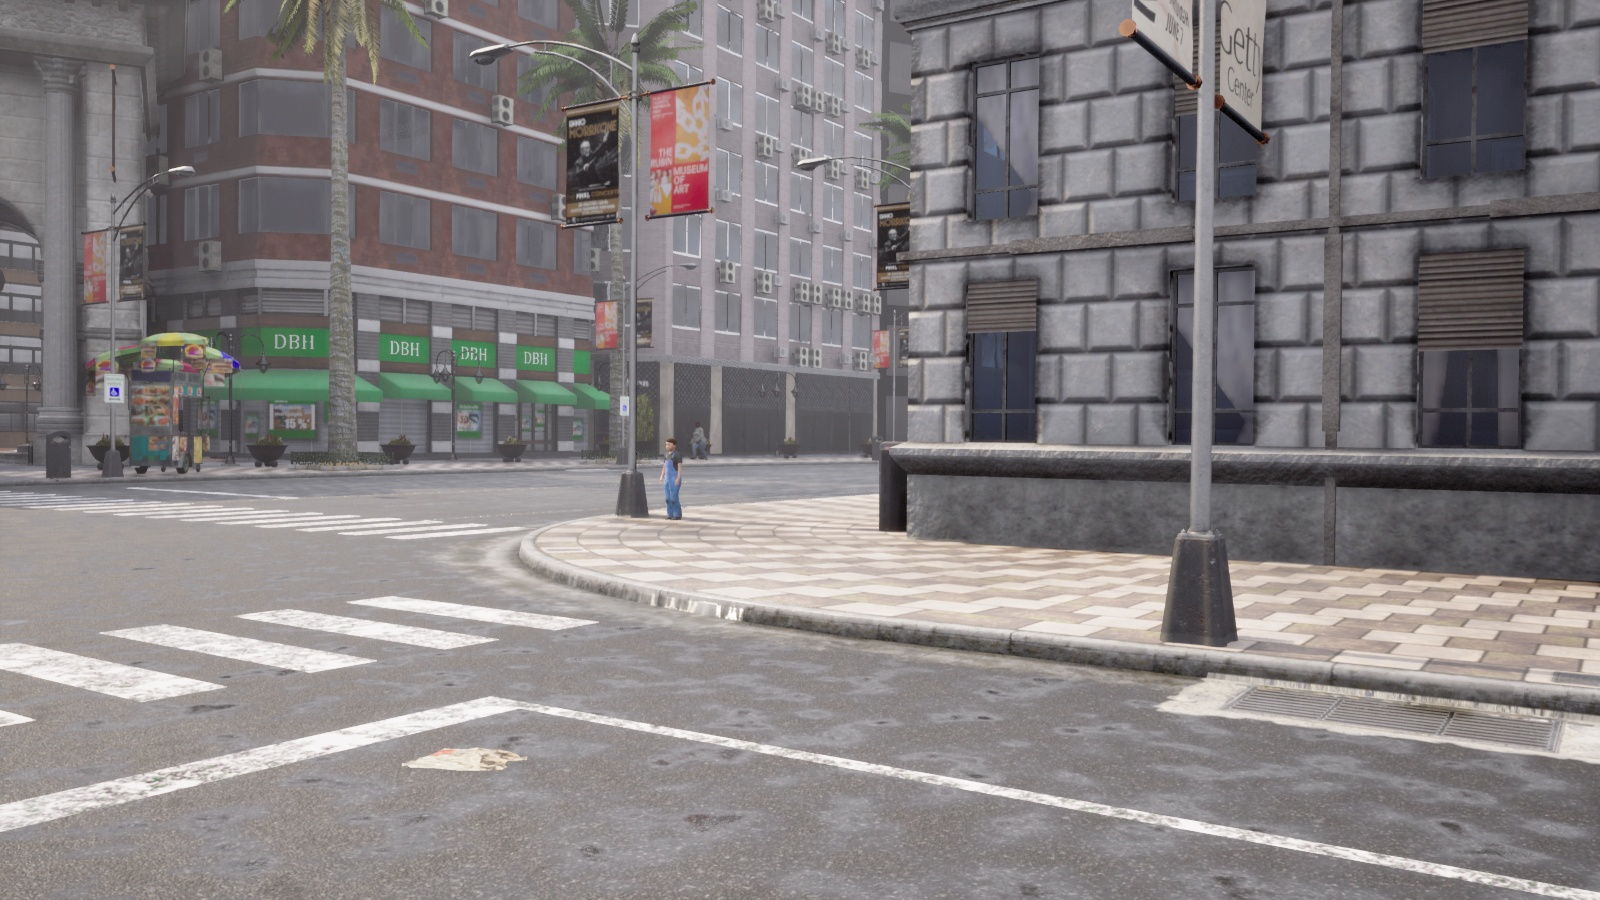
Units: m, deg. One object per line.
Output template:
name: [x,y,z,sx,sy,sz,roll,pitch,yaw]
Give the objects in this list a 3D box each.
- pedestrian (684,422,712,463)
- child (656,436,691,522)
pedestrian: [-4.674,-0.354,57.496,0.874,1.855,0.900,0,1,45]
child: [-1.903,0.427,18.894,0.270,1.263,0.437,0,1,43]
